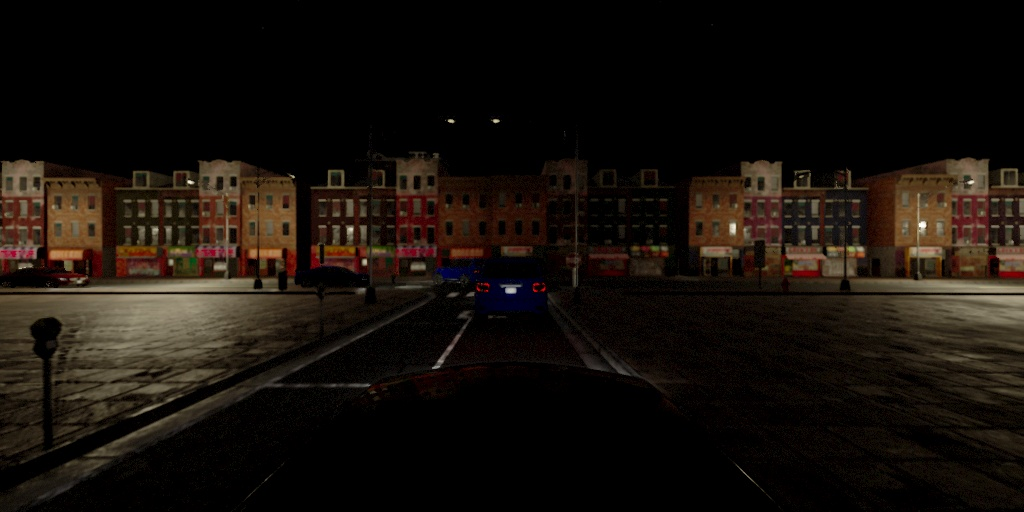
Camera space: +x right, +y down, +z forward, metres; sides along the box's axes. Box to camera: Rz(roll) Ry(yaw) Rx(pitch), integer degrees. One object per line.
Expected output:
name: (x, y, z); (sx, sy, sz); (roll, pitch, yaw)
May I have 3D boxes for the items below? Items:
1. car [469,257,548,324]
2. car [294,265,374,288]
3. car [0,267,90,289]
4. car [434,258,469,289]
car: (-0.012, 1.052, 12.459); (2.150, 2.045, 5.566); (0, 0, 0)
car: (-11.963, 1.401, 24.312); (5.008, 1.535, 1.882); (0, 0, 0)
car: (-31.742, 1.497, 24.382); (4.674, 1.442, 1.812); (0, 0, 0)
car: (-3.344, 1.149, 25.299); (2.150, 2.045, 5.566); (2, -1, -43)
